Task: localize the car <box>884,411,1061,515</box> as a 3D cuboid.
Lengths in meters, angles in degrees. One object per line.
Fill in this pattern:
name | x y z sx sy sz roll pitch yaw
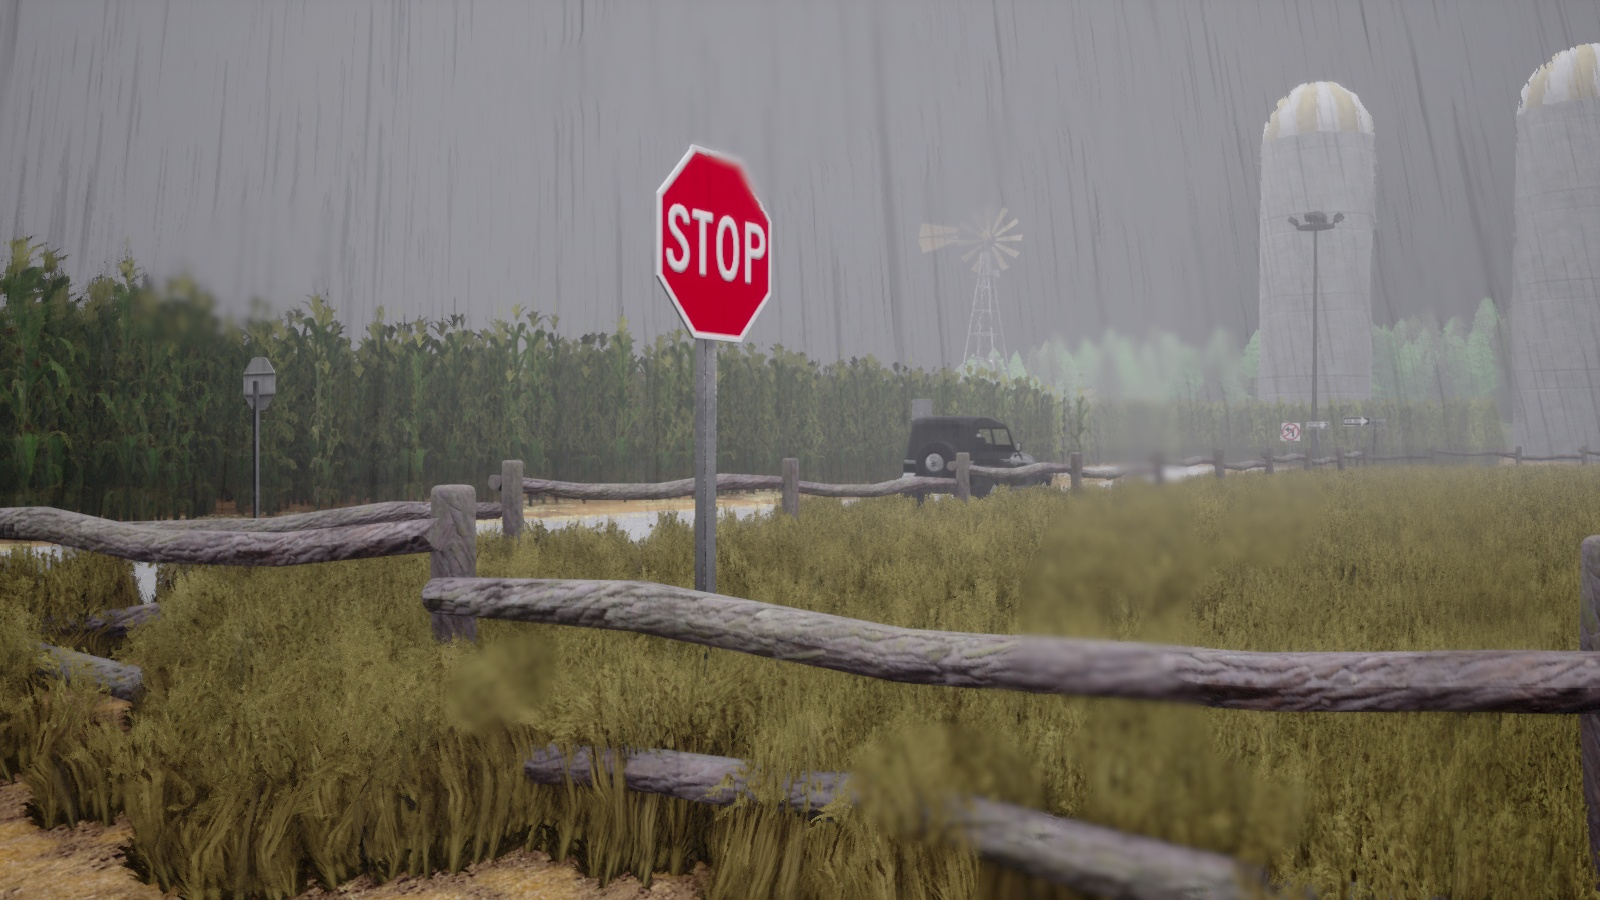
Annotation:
car | 3.471 0.229 24.710 1.905 1.878 3.866 -1 0 34
